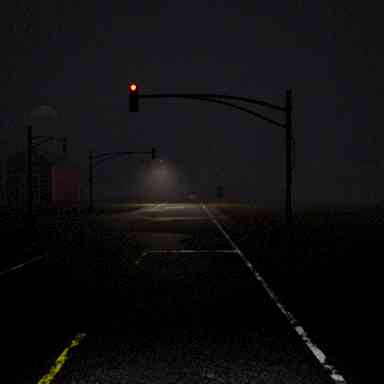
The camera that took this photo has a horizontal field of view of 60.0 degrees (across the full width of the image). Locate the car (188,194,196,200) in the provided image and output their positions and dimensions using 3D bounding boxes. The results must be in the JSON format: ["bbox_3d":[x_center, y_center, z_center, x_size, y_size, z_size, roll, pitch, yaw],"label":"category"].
[{"bbox_3d":[0.067,1.242,86.583,2.097,1.767,4.553,0,0,0],"label":"car"}]
